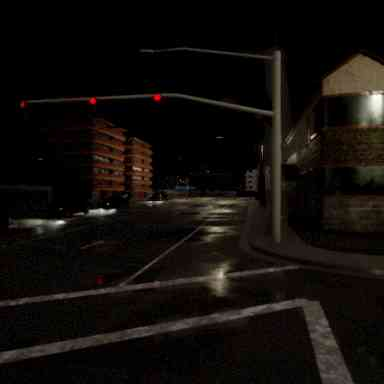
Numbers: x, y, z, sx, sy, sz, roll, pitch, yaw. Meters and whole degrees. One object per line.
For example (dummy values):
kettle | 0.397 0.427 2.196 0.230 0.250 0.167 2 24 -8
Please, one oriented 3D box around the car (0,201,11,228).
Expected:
car | -12.308 1.285 18.333 2.097 1.767 4.553 0 1 11

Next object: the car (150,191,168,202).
car | -5.408 0.642 54.691 2.097 1.767 4.553 0 0 11

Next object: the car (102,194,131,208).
car | -8.581 0.990 38.160 2.128 1.511 4.902 0 1 11

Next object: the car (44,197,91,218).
car | -10.456 1.237 28.191 1.882 1.535 5.008 0 1 11
